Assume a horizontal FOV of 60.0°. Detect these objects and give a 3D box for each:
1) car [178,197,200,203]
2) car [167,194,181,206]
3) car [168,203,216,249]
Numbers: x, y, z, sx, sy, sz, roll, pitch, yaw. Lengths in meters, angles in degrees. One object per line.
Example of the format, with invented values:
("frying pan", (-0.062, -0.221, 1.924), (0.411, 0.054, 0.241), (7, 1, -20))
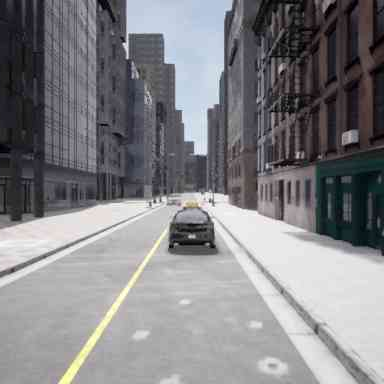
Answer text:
("car", (0.001, 1.494, 29.651), (1.882, 1.535, 5.008), (0, 0, 0))
("car", (-3.000, 1.365, 57.621), (2.150, 2.045, 5.566), (0, 0, 0))
("car", (0.001, 1.487, 14.651), (1.882, 1.535, 5.008), (0, 0, 0))
